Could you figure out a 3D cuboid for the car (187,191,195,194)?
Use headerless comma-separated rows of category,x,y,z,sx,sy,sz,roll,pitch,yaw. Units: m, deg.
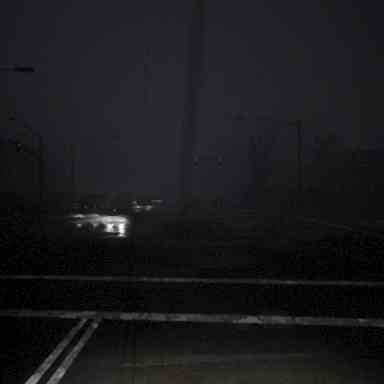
car,-0.159,0.557,81.440,2.097,1.767,4.553,0,1,0

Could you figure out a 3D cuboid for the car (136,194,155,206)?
car,-7.169,1.243,50.542,1.882,1.535,5.008,0,1,0

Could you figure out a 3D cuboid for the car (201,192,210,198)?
car,3.340,0.717,81.897,1.812,1.442,4.674,0,1,0

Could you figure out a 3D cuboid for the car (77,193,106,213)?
car,-10.668,1.137,36.130,2.150,2.045,5.566,0,0,0

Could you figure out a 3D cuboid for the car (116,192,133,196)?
car,-10.681,0.959,52.913,2.150,2.045,5.566,0,1,1

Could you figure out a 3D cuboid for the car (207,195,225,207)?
car,3.511,1.421,46.435,1.895,1.301,4.718,0,1,0

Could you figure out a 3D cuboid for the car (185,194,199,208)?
car,0.012,1.371,45.911,2.033,1.411,5.357,0,1,0

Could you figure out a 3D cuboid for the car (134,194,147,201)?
car,-10.634,1.077,68.486,1.895,1.301,4.718,0,1,0

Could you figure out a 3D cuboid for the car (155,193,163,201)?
car,-7.135,1.011,69.113,2.033,1.411,5.357,0,1,0

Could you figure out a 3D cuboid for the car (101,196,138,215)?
car,-7.164,1.423,33.221,2.128,1.511,4.902,0,0,0
